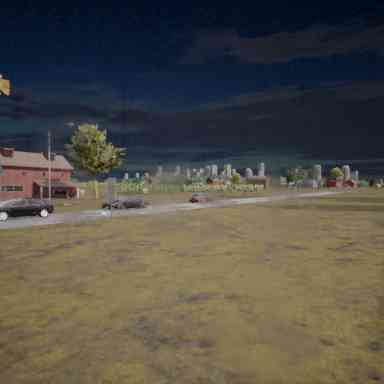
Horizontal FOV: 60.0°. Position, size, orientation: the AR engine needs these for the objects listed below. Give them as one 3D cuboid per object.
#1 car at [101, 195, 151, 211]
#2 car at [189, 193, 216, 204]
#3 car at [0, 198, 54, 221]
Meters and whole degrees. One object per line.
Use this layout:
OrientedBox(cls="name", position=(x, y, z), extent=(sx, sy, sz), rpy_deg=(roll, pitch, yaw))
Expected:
OrientedBox(cls="car", position=(-6.426, 1.057, 33.114), extent=(2.033, 1.411, 5.357), rpy_deg=(1, 2, 36))
OrientedBox(cls="car", position=(1.357, 0.801, 43.841), extent=(1.994, 1.385, 4.181), rpy_deg=(1, 2, 36))
OrientedBox(cls="car", position=(-12.703, 1.227, 24.502), extent=(1.837, 1.490, 4.892), rpy_deg=(1, 2, 37))
